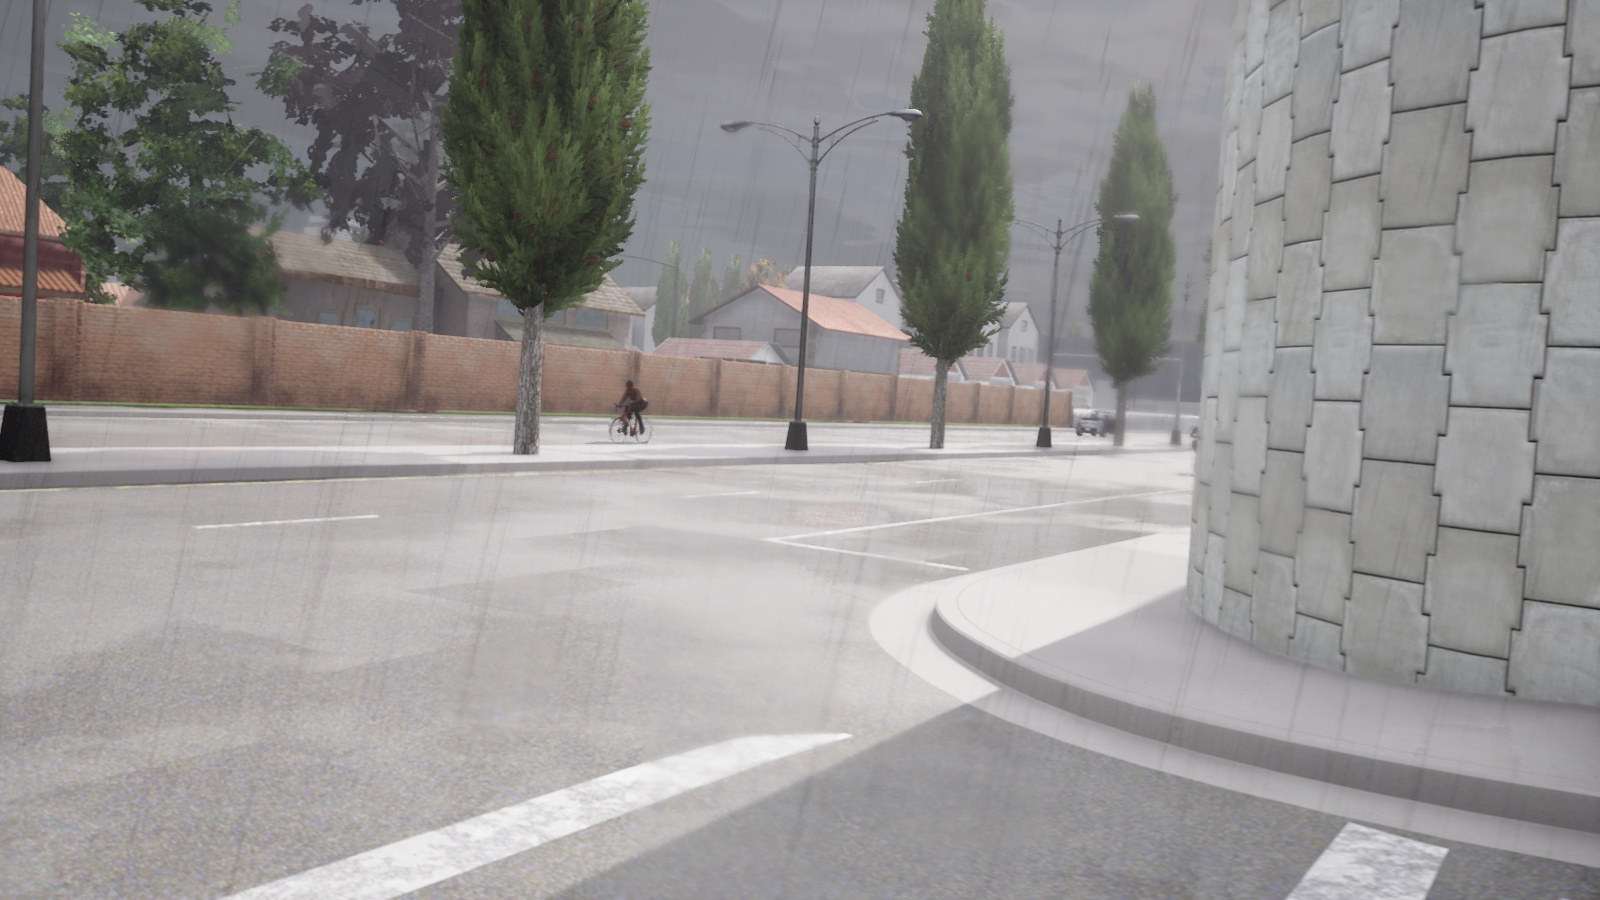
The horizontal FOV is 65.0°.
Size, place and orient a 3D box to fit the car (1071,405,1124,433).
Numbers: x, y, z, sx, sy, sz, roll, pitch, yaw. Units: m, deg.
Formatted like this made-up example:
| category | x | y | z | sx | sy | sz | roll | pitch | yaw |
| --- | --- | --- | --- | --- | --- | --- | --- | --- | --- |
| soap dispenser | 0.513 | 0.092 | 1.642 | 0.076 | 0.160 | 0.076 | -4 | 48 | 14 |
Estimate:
| category | x | y | z | sx | sy | sz | roll | pitch | yaw |
| --- | --- | --- | --- | --- | --- | --- | --- | --- | --- |
| car | 17.193 | -1.773 | 72.539 | 1.845 | 1.501 | 3.633 | 4 | 3 | 32 |

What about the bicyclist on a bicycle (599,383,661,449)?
| category | x | y | z | sx | sy | sz | roll | pitch | yaw |
| --- | --- | --- | --- | --- | --- | --- | --- | --- | --- |
| bicyclist on a bicycle | -4.307 | -0.865 | 31.868 | 0.582 | 1.620 | 1.656 | 4 | 4 | 32 |
